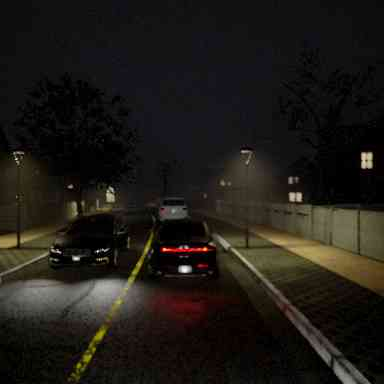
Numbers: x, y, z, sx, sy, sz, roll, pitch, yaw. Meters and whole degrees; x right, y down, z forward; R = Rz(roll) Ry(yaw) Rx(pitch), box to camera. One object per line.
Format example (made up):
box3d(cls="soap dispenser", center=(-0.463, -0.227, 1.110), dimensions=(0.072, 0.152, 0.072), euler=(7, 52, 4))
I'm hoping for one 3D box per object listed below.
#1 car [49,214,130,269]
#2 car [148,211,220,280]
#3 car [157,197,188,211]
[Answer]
box3d(cls="car", center=(-3.259, 1.561, 11.418), dimensions=(1.837, 1.490, 4.892), euler=(0, 0, -3))
box3d(cls="car", center=(-0.271, 1.552, 10.101), dimensions=(1.837, 1.490, 4.892), euler=(0, 0, -3))
box3d(cls="car", center=(-1.532, 1.421, 26.013), dimensions=(2.150, 2.045, 5.566), euler=(0, -1, -5))
